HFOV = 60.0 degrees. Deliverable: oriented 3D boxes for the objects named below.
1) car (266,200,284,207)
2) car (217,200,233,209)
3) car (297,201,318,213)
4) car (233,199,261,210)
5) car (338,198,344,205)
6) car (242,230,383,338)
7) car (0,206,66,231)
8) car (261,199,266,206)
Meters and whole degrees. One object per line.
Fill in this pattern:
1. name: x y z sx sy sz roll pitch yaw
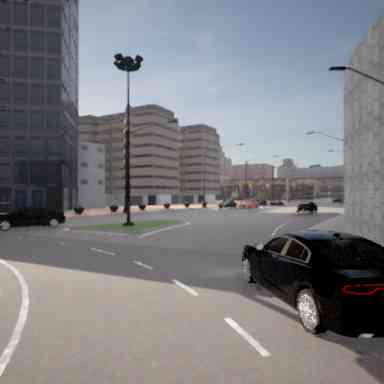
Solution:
1. car: 16.997 2.215 66.766 1.994 1.385 4.181 -1 -1 31
2. car: 5.949 2.092 55.315 1.837 1.490 4.892 -1 -1 31
3. car: 14.760 1.907 42.414 1.837 1.490 4.892 -1 -1 31
4. car: 8.966 1.903 53.548 2.097 1.767 4.553 -1 -1 31
5. car: 36.452 2.206 78.770 1.837 1.490 4.892 -1 -1 31
6. car: 2.559 1.544 6.982 1.882 1.535 5.008 0 -1 -10
7. car: -11.575 1.792 23.529 5.008 1.535 1.882 0 -1 -42
8. car: 14.075 2.196 68.698 1.837 1.490 4.892 -1 -1 31
